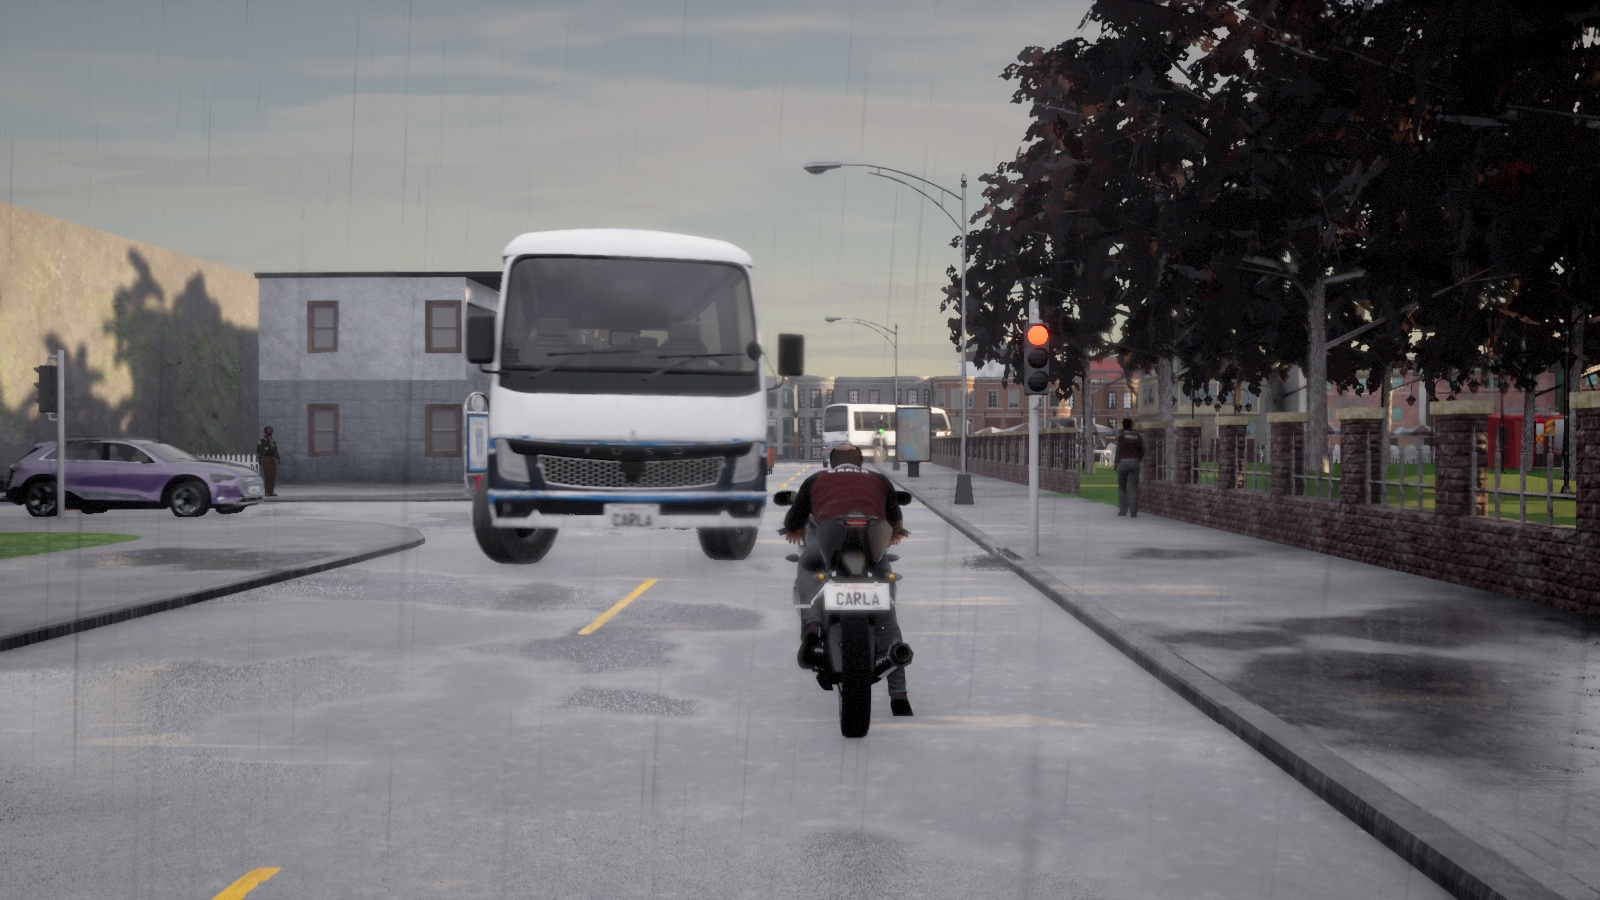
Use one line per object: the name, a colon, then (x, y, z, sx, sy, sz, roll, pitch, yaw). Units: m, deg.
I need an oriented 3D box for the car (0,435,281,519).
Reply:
car: (-13.477, 0.521, 25.709, 4.856, 1.649, 2.033, 0, 0, 2)

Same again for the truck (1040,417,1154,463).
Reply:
truck: (22.212, -0.750, 94.248, 7.936, 3.462, 2.891, 0, 0, 2)

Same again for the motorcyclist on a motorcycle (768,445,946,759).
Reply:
motorcyclist on a motorcycle: (0.271, 0.741, 7.237, 0.866, 1.530, 2.191, 0, 0, 0)

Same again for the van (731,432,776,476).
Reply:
van: (-2.134, 0.169, 58.141, 1.775, 1.987, 4.442, 0, 0, 2)

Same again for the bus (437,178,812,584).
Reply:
bus: (-2.786, -0.737, 18.564, 3.944, 4.253, 10.273, 1, 0, -11)

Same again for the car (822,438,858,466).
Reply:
car: (2.499, 0.089, 77.662, 2.152, 1.651, 5.027, 0, 0, 2)

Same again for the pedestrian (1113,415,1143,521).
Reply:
pedestrian: (6.088, 0.329, 23.332, 0.402, 1.930, 0.666, 0, 0, 2)

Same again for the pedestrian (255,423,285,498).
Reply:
pedestrian: (-13.830, 0.260, 32.760, 0.692, 1.930, 0.395, 0, 0, 34)

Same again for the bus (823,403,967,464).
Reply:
bus: (7.022, -1.141, 91.615, 10.273, 4.253, 3.944, 0, -1, -35)
